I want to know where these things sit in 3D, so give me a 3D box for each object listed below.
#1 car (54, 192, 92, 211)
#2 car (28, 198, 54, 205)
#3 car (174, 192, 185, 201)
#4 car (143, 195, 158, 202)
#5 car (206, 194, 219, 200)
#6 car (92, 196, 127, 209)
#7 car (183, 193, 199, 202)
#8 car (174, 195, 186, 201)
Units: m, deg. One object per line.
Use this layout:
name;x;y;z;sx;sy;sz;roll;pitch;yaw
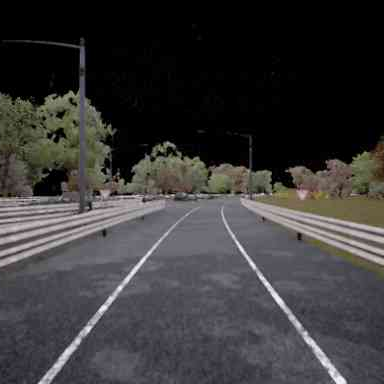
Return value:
car;-12.068;1.009;36.158;2.150;2.045;5.566;0;0;12
car;-15.583;1.335;36.460;2.033;1.411;5.357;0;0;12
car;-2.295;1.101;75.852;2.150;2.045;5.566;0;0;16
car;-8.339;1.382;66.690;1.812;1.442;4.674;0;0;15
car;6.096;1.411;92.434;1.837;1.490;4.892;0;0;17
car;-8.543;1.313;35.785;1.812;1.442;4.674;0;0;12
car;0.148;1.460;71.498;1.895;1.301;4.718;0;0;15
car;-3.094;1.453;85.973;1.994;1.385;4.181;0;0;16
